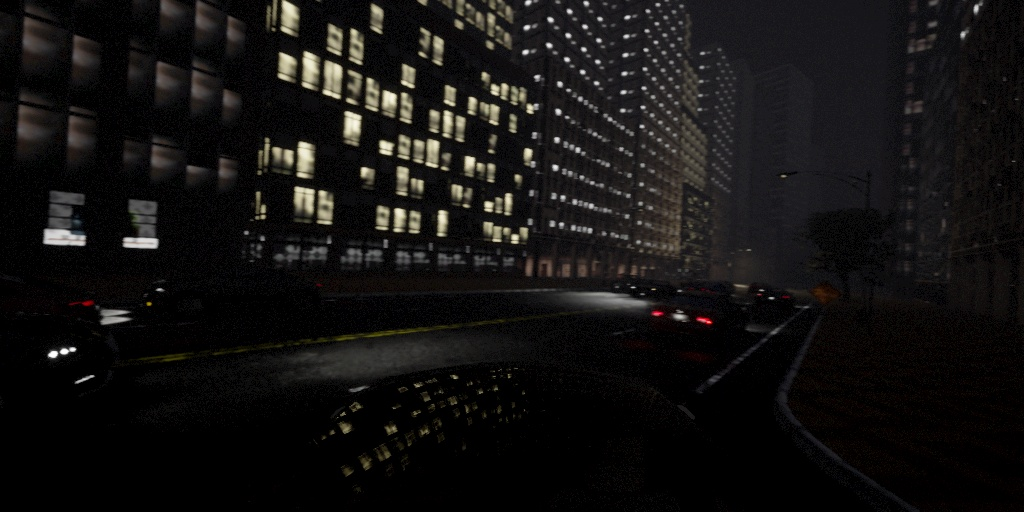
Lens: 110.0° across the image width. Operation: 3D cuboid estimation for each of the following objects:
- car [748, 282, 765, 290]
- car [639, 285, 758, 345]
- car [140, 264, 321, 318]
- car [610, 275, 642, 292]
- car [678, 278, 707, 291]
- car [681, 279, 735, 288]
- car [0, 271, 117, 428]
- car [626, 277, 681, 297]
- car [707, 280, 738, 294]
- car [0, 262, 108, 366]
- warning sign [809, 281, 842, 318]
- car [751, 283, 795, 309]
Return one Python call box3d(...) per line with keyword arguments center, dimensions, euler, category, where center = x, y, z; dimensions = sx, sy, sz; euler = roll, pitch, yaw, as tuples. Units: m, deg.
box3d(center=(28.748, 3.752, 41.426), dimensions=(1.882, 1.535, 5.008), euler=(3, -1, 42), category="car")
box3d(center=(6.278, 1.868, 11.730), dimensions=(2.033, 1.411, 5.357), euler=(3, -1, 42), category="car")
box3d(center=(-8.066, 0.934, 10.711), dimensions=(1.994, 1.385, 4.181), euler=(3, -1, 42), category="car")
box3d(center=(10.196, 2.385, 30.873), dimensions=(2.128, 1.511, 4.902), euler=(3, -1, 42), category="car")
box3d(center=(22.150, 3.496, 43.945), dimensions=(1.895, 1.301, 4.718), euler=(3, -1, 42), category="car")
box3d(center=(13.596, 2.489, 24.658), dimensions=(1.882, 1.535, 5.008), euler=(3, -1, 42), category="car")
box3d(center=(-6.423, 0.854, 2.531), dimensions=(2.128, 1.511, 4.902), euler=(3, 0, 42), category="car")
box3d(center=(10.509, 2.440, 26.391), dimensions=(1.895, 1.301, 4.718), euler=(3, -1, 42), category="car")
box3d(center=(24.577, 3.570, 41.784), dimensions=(2.033, 1.411, 5.357), euler=(3, -1, 42), category="car")
box3d(center=(-8.851, 0.799, 5.001), dimensions=(1.994, 1.385, 4.181), euler=(3, -1, 42), category="car")
box3d(center=(16.278, 2.203, 18.717), dimensions=(1.300, 1.860, 1.060), euler=(0, 0, 42), category="warning sign")
box3d(center=(18.802, 2.929, 25.571), dimensions=(1.994, 1.385, 4.181), euler=(3, -1, 42), category="car")
